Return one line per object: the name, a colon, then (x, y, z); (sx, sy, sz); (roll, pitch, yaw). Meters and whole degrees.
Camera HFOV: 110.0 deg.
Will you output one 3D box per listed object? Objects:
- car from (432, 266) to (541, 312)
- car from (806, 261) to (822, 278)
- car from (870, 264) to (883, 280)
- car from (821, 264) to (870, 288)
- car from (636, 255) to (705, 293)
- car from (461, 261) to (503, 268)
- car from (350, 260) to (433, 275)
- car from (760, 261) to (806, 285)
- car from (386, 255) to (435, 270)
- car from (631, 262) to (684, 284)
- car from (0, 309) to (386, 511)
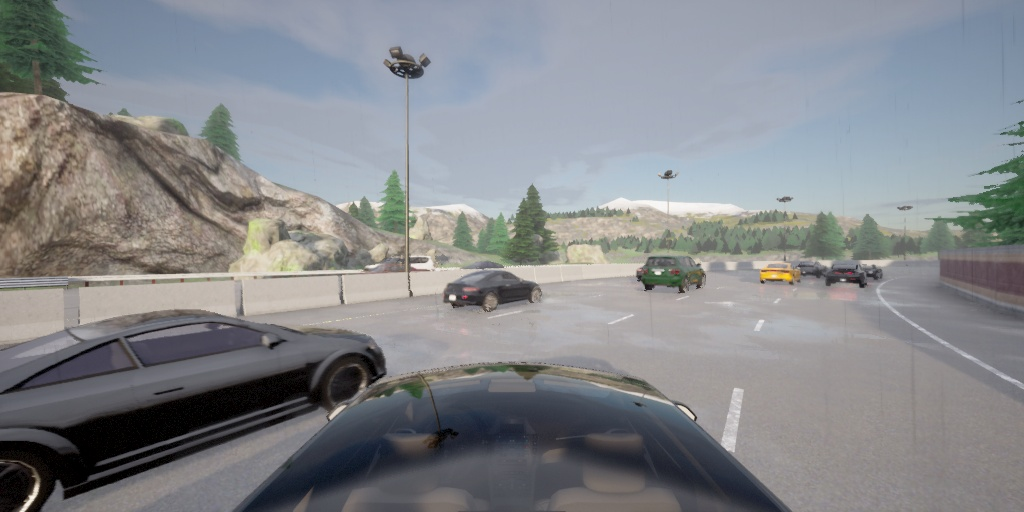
car: (-0.666, 1.275, 14.235); (1.812, 1.442, 4.674); (0, 0, 37)
car: (27.713, 1.241, 33.200); (4.902, 1.511, 2.128); (0, 0, -39)
car: (30.436, 1.351, 30.919); (4.718, 1.301, 1.895); (0, 0, -39)
car: (22.492, 1.255, 24.090); (4.892, 1.490, 1.837); (0, 0, -43)
car: (9.510, 0.974, 20.959); (2.150, 2.045, 5.566); (0, 0, 42)
car: (-3.170, 1.297, 38.449); (2.033, 1.411, 5.357); (0, 0, 44)
car: (-7.759, 1.227, 22.524); (1.882, 1.535, 5.008); (0, 0, 39)
car: (19.769, 1.228, 26.330); (5.008, 1.535, 1.882); (0, 0, -44)
car: (-8.440, 0.971, 27.286); (2.150, 2.045, 5.566); (0, 0, 40)
car: (11.454, 1.242, 28.038); (2.128, 1.511, 4.902); (0, 0, 45)
car: (-3.605, 1.314, 4.092); (1.994, 1.385, 4.181); (0, 0, 33)
